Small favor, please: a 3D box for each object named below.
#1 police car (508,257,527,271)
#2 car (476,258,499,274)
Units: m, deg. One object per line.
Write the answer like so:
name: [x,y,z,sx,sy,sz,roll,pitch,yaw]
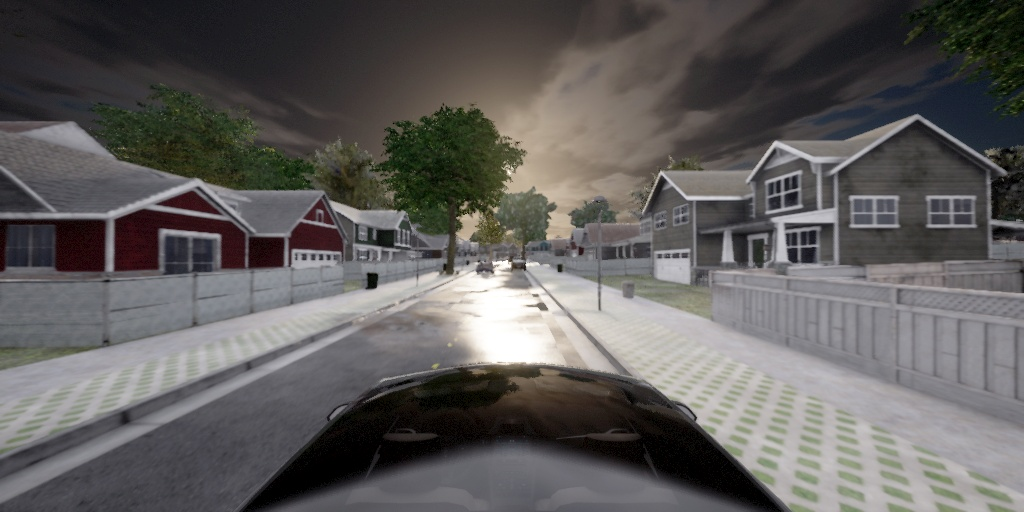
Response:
police car: [0.824,1.075,45.613,1.930,1.638,5.238,0,0,0]
car: [-2.839,1.220,39.119,2.033,1.411,5.357,0,0,0]
